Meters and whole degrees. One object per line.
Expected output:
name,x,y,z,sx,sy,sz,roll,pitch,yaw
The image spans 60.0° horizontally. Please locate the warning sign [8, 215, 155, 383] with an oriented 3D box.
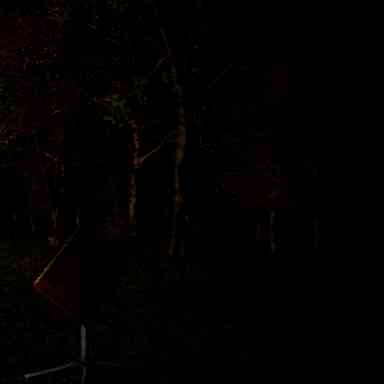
warning sign,-1.281,1.252,4.001,1.060,1.860,1.300,-1,-1,36
